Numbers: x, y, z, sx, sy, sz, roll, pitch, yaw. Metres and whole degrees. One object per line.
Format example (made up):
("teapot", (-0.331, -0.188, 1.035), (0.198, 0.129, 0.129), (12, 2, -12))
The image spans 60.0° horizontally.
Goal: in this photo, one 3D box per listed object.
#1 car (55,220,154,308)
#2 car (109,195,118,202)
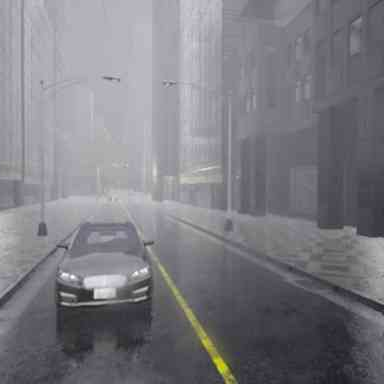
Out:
("car", (-2.059, 1.479, 8.123), (2.128, 1.511, 4.902), (0, 0, -13))
("car", (-16.854, 1.294, 71.446), (2.128, 1.511, 4.902), (0, 0, -13))
